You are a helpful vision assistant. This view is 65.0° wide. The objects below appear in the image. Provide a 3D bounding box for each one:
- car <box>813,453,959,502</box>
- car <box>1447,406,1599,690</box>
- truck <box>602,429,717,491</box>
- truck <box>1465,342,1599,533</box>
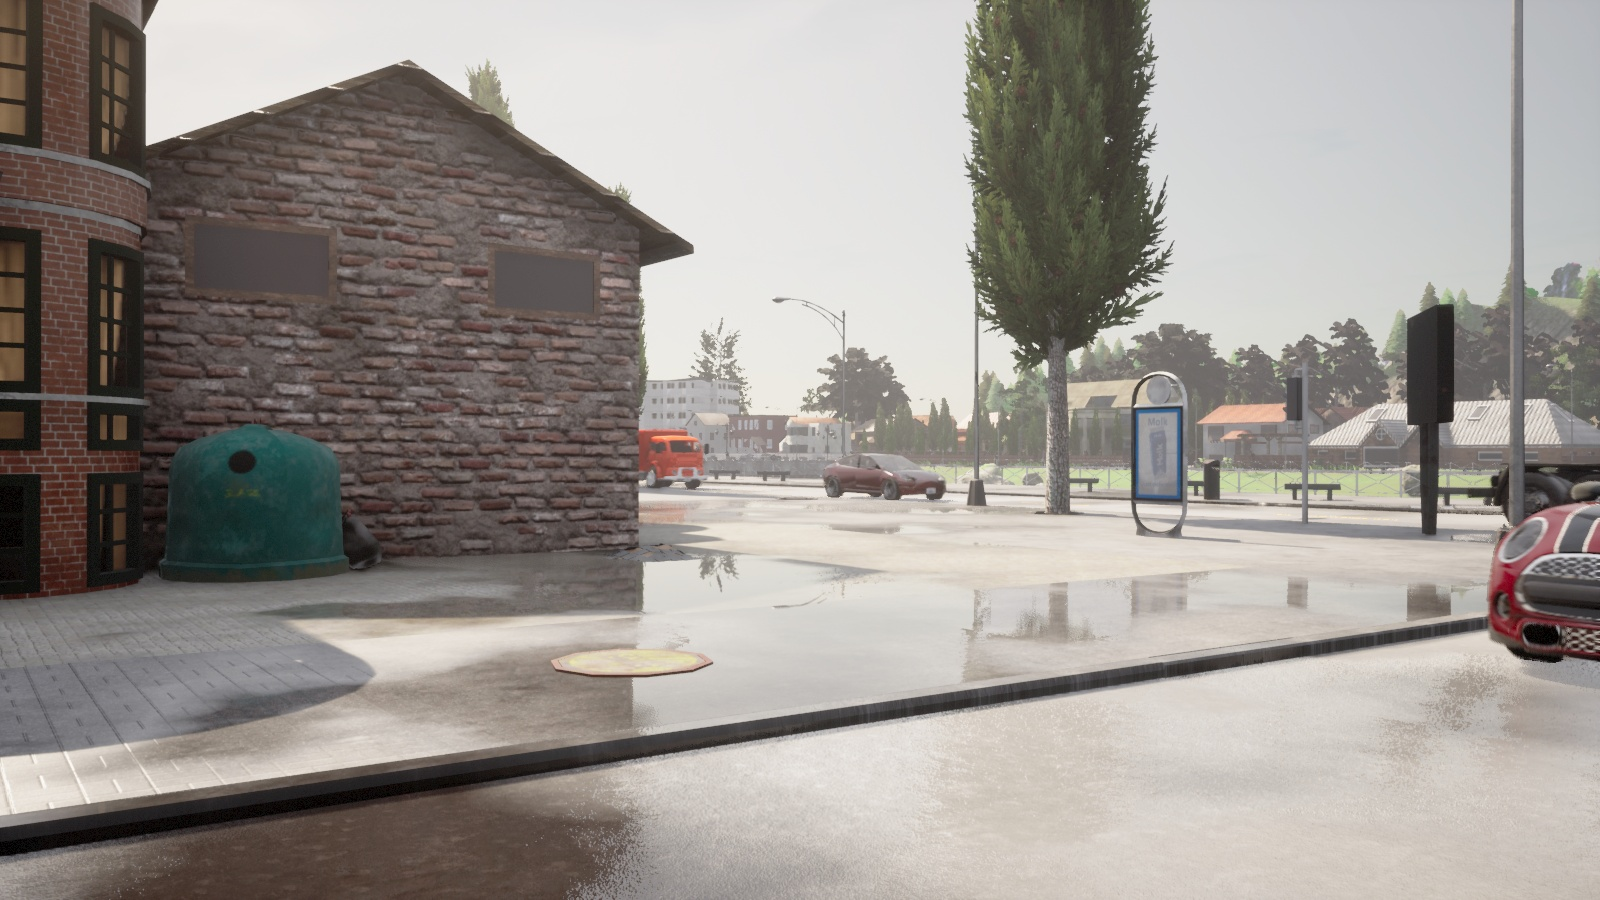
[{"bbox_3d":[2.689,0.838,40.513,2.163,1.488,4.792,0,0,-35],"label":"car"},{"bbox_3d":[6.909,0.611,9.061,4.553,1.767,2.097,0,0,-35],"label":"car"},{"bbox_3d":[-5.989,0.400,52.963,2.627,2.467,5.204,0,0,-35],"label":"truck"},{"bbox_3d":[16.443,-0.218,22.178,2.891,3.462,7.936,1,-1,-32],"label":"truck"}]
